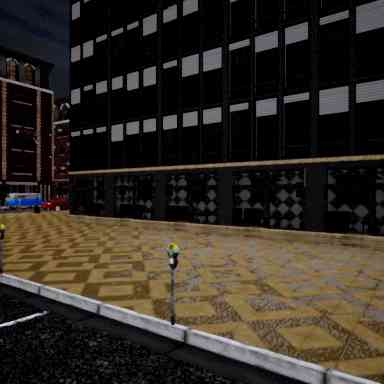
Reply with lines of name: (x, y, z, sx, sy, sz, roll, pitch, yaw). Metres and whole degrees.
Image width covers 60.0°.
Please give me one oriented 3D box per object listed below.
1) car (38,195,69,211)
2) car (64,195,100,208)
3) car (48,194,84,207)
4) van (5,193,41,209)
car: (-13.512, 1.269, 35.105, 1.887, 1.381, 4.507, 1, 1, 35)
car: (-14.307, 1.199, 43.437, 1.994, 1.385, 4.181, 0, 1, 35)
car: (-16.751, 1.079, 44.230, 1.967, 1.590, 4.097, 1, 1, 35)
van: (-19.988, 1.050, 39.590, 1.690, 1.788, 3.998, 1, 1, 35)
